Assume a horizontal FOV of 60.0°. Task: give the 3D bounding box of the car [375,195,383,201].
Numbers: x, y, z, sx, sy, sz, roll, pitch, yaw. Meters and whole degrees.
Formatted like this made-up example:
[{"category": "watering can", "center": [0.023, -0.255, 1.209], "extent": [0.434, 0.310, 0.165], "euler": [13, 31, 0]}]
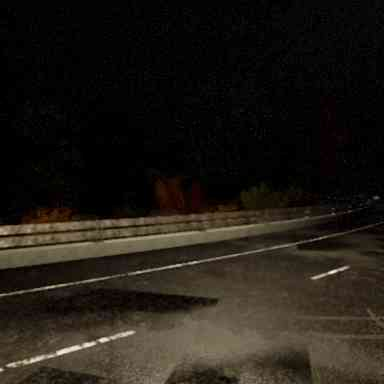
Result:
[{"category": "car", "center": [46.609, 1.434, 79.722], "extent": [2.128, 1.511, 4.902], "euler": [0, 0, 5]}]
